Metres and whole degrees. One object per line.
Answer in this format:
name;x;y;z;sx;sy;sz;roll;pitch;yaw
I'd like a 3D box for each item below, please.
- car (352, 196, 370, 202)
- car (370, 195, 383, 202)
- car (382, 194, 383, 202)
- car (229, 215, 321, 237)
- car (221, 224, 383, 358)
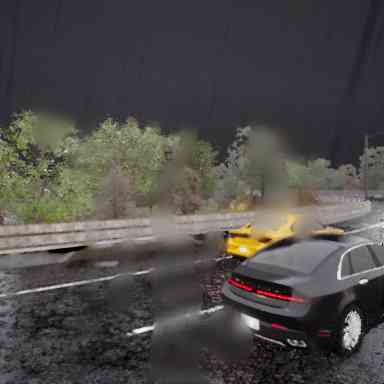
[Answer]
car;39.486;1.661;78.452;1.895;1.301;4.718;0;0;5
car;42.956;1.558;77.989;1.837;1.490;4.892;0;0;5
car;46.426;1.404;77.526;2.097;1.767;4.553;0;0;5
car;3.358;1.512;11.192;5.008;1.535;1.882;0;0;-41
car;2.694;1.525;6.111;4.892;1.490;1.837;-1;0;-39
